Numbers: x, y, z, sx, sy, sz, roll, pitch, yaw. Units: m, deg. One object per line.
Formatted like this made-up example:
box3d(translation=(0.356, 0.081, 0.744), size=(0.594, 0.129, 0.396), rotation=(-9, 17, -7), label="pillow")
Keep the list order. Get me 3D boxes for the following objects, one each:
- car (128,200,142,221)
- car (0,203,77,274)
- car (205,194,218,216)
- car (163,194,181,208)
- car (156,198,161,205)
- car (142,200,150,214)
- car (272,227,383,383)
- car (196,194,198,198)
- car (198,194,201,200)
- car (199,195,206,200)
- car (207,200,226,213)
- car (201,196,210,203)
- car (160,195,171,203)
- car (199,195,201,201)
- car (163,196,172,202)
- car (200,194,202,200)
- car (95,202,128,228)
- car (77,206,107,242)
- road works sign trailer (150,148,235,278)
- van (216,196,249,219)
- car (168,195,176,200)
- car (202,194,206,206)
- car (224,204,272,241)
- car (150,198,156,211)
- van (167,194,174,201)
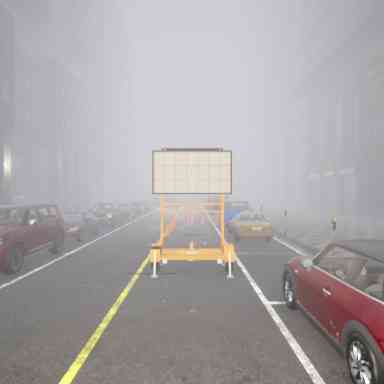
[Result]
box3d(translation=(-5.742, 1.568, 27.528), size=(2.008, 1.369, 4.403), rotation=(0, 0, 0), label="car")
box3d(translation=(-5.757, 1.321, 10.722), size=(2.192, 1.841, 5.009), rotation=(0, 0, 0), label="car")
box3d(translation=(2.787, 1.337, 33.135), size=(2.192, 1.841, 5.009), rotation=(0, 0, 0), label="car")
box3d(translation=(-2.959, 1.515, 48.064), size=(1.882, 1.535, 5.008), rotation=(0, 0, 0), label="car")
box3d(translation=(-5.718, 1.592, 55.538), size=(1.887, 1.381, 4.507), rotation=(0, 0, 0), label="car")
box3d(translation=(-5.737, 1.588, 33.130), size=(1.947, 1.339, 4.313), rotation=(0, 0, 0), label="car")
box3d(translation=(2.764, 1.443, 5.126), size=(1.967, 1.590, 4.097), rotation=(0, 0, 0), label="car")
box3d(translation=(2.836, 1.634, 89.152), size=(1.887, 1.381, 4.507), rotation=(0, 0, 0), label="car")
box3d(translation=(2.816, 1.501, 66.746), size=(1.967, 1.590, 4.097), rotation=(0, 0, 0), label="car")
box3d(translation=(2.841, 1.641, 94.755), size=(1.887, 1.381, 4.507), rotation=(0, 0, 0), label="car")
box3d(translation=(2.793, 1.609, 38.737), size=(1.802, 1.307, 4.206), rotation=(0, 0, 0), label="car")
box3d(translation=(2.822, 1.650, 72.347), size=(1.802, 1.307, 4.206), rotation=(0, 0, 0), label="car")
box3d(translation=(-5.704, 1.508, 72.345), size=(1.967, 1.590, 4.097), rotation=(0, 0, 0), label="car")
box3d(translation=(2.812, 1.620, 61.144), size=(1.947, 1.339, 4.313), rotation=(0, 0, 0), label="car")
box3d(translation=(-5.699, 1.620, 77.946), size=(1.887, 1.381, 4.507), rotation=(0, 0, 0), label="car")
box3d(translation=(2.807, 1.487, 55.542), size=(1.967, 1.590, 4.097), rotation=(0, 0, 0), label="car")
box3d(translation=(-5.747, 1.453, 21.925), size=(1.967, 1.590, 4.097), rotation=(0, 0, 0), label="car")
box3d(translation=(-5.751, 1.591, 16.324), size=(1.802, 1.307, 4.206), rotation=(0, 0, 0), label="car")
box3d(translation=(0.008, 0.470, 10.173), size=(2.380, 3.560, 2.880), rotation=(0, 0, 0), label="road works sign trailer")
box3d(translation=(2.778, 1.354, 21.932), size=(1.690, 1.788, 3.998), rotation=(0, 0, 0), label="van")
box3d(translation=(-5.685, 1.641, 94.753), size=(1.887, 1.381, 4.507), rotation=(0, 0, 0), label="car")
box3d(translation=(2.797, 1.349, 44.339), size=(2.192, 1.841, 5.009), rotation=(0, 0, 0), label="car")
box3d(translation=(2.774, 1.534, 16.501), size=(1.752, 1.417, 4.829), rotation=(0, 0, 0), label="car")
box3d(translation=(-5.732, 1.593, 38.731), size=(1.947, 1.339, 4.313), rotation=(0, 0, 0), label="car")
box3d(translation=(-5.690, 1.430, 89.152), size=(1.690, 1.788, 3.998), rotation=(0, 0, 0), label="van")
